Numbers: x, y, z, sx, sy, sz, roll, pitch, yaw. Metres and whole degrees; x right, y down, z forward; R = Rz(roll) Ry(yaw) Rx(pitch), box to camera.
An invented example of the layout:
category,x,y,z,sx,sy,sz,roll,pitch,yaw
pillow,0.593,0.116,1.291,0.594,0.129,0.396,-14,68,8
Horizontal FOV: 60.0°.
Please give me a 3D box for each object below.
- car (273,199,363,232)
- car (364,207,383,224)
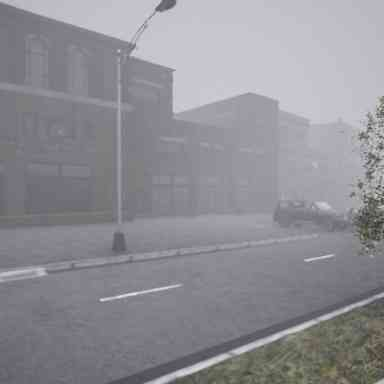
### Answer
category,x,y,z,sx,sy,sz,roll,pitch,yaw
car,8.302,1.561,23.150,2.435,2.045,5.566,2,-1,-40
car,12.414,1.983,26.738,2.163,1.488,4.792,2,-1,-41
